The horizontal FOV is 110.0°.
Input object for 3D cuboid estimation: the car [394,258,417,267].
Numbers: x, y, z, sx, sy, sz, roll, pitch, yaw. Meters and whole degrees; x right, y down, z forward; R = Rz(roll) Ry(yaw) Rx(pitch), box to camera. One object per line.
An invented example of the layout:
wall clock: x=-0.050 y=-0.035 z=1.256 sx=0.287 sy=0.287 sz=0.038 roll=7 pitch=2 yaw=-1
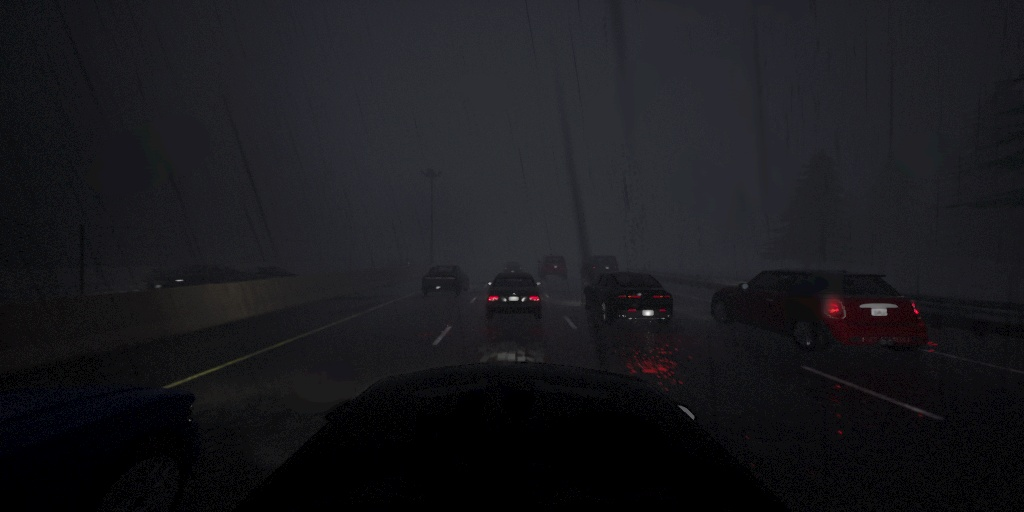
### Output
car: x=-17.549 y=1.108 z=60.223 sx=2.097 sy=1.767 sz=4.553 roll=0 pitch=0 yaw=1

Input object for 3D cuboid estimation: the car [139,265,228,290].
car: x=-21.100 y=1.317 z=23.302 sx=1.994 sy=1.385 sz=4.181 roll=0 pitch=0 yaw=0

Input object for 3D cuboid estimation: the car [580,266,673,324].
car: x=3.599 y=1.256 z=11.916 sx=1.837 sy=1.490 sz=4.892 roll=0 pitch=0 yaw=0

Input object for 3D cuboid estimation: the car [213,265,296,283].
car: x=-14.101 y=1.316 z=20.329 sx=1.994 sy=1.385 sz=4.181 roll=0 pitch=0 yaw=0

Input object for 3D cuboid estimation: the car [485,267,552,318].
car: x=0.079 y=1.299 z=13.015 sx=2.033 sy=1.411 sz=5.357 roll=0 pitch=0 yaw=1

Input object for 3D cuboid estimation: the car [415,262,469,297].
car: x=-3.400 y=1.243 z=18.926 sx=2.128 sy=1.511 sz=4.902 roll=0 pitch=0 yaw=0

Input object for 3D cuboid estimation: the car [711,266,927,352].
car: x=7.099 y=1.103 z=9.063 sx=2.097 sy=1.767 sz=4.553 roll=0 pitch=0 yaw=0

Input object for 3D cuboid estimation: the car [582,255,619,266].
car: x=7.097 y=0.974 z=29.410 sx=2.150 sy=2.045 sz=5.566 roll=0 pitch=0 yaw=0

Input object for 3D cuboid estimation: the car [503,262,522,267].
car: x=0.076 y=1.279 z=36.188 sx=1.812 sy=1.442 sz=4.674 roll=0 pitch=0 yaw=0

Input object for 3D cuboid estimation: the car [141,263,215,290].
car: x=-17.601 y=1.244 z=20.300 sx=2.128 sy=1.511 sz=4.902 roll=0 pitch=0 yaw=0

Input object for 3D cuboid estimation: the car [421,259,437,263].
car: x=-14.047 y=1.234 z=60.676 sx=1.882 sy=1.535 sz=5.008 roll=0 pitch=0 yaw=1

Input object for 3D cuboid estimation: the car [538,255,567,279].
car: x=3.597 y=0.975 z=32.232 sx=2.150 sy=2.045 sz=5.566 roll=0 pitch=0 yaw=0

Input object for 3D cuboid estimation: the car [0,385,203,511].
car: x=-3.400 y=1.228 z=0.781 sx=1.882 sy=1.535 sz=5.008 roll=0 pitch=0 yaw=0
